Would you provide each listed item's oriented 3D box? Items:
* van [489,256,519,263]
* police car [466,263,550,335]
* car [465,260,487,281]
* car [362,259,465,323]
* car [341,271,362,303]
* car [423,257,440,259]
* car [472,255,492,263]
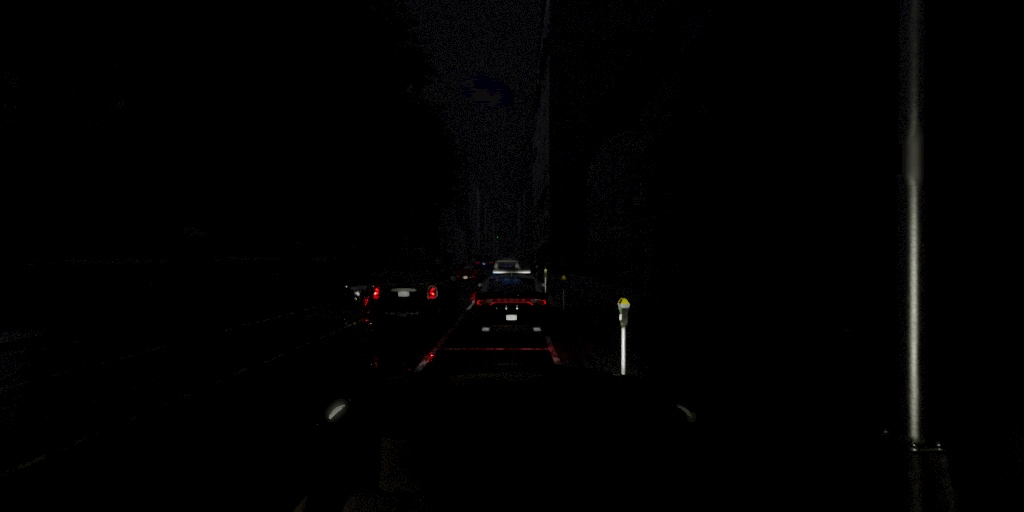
[{"bbox_3d":[-0.289,1.083,21.849,1.690,1.789,3.998,0,0,0],"label":"van"},{"bbox_3d":[-0.011,1.173,10.610,1.930,1.638,5.238,0,0,0],"label":"police car"},{"bbox_3d":[-3.145,1.264,26.533,1.812,1.442,4.674,0,0,0],"label":"car"},{"bbox_3d":[-3.047,1.099,12.199,2.097,1.767,4.553,0,0,0],"label":"car"},{"bbox_3d":[-6.245,1.236,16.927,2.128,1.511,4.902,0,0,0],"label":"car"},{"bbox_3d":[-8.813,1.040,38.791,2.192,1.841,5.009,0,0,0],"label":"car"},{"bbox_3d":[-3.047,0.943,41.803,2.150,2.045,5.566,0,0,0],"label":"car"}]
